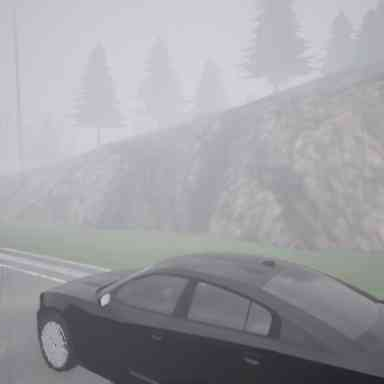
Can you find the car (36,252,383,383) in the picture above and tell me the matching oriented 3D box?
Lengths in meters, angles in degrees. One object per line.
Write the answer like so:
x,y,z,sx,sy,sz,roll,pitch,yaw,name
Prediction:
0.133,1.484,3.980,5.008,1.535,1.882,0,0,35,car
